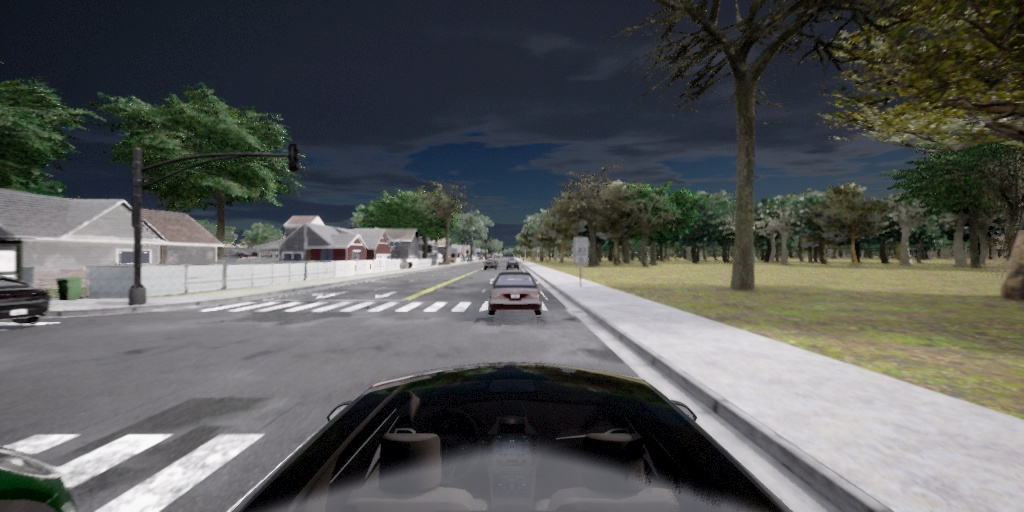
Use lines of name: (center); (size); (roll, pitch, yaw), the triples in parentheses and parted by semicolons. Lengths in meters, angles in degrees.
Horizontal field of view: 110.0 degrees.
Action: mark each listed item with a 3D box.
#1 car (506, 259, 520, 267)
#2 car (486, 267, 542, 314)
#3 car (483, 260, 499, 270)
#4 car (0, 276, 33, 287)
car: (0.106, 1.268, 52.611); (1.882, 1.535, 5.008); (0, 0, 0)
car: (0.099, 1.310, 13.736); (2.033, 1.411, 5.357); (0, 0, 0)
car: (-3.145, 1.295, 52.628); (1.837, 1.490, 4.892); (0, 0, 0)
car: (-15.771, 1.283, 9.879); (4.892, 1.490, 1.837); (0, -1, 4)
